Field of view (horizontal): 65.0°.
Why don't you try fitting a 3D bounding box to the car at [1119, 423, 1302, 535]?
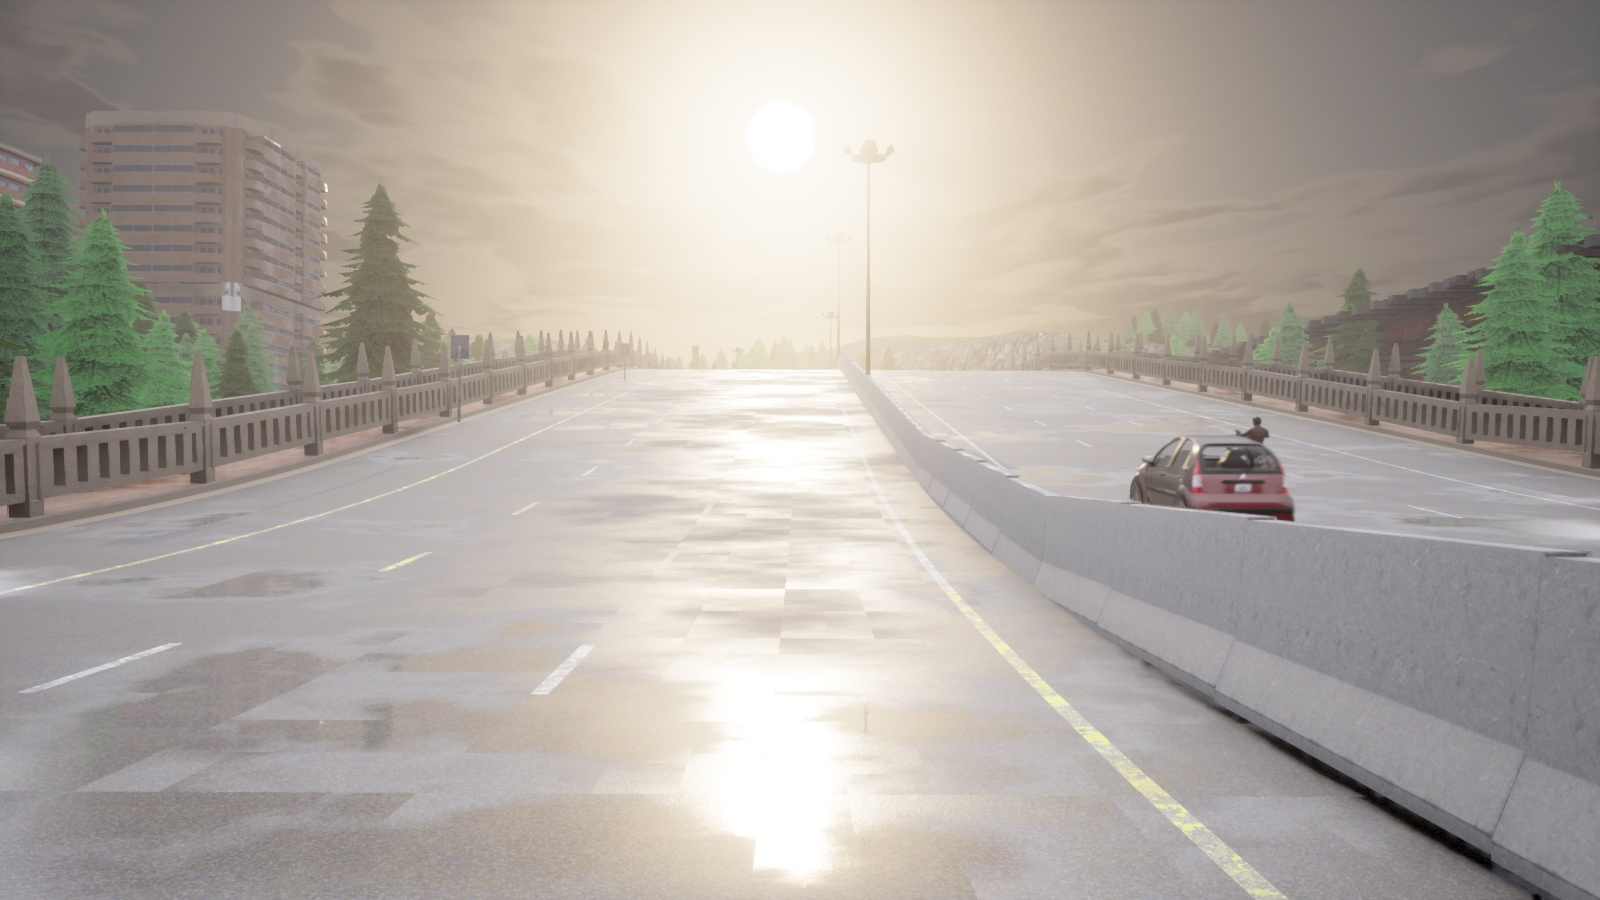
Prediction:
[{"bbox_3d":[6.972,0.420,21.790,1.851,1.617,3.988,0,3,0],"label":"car"}]
